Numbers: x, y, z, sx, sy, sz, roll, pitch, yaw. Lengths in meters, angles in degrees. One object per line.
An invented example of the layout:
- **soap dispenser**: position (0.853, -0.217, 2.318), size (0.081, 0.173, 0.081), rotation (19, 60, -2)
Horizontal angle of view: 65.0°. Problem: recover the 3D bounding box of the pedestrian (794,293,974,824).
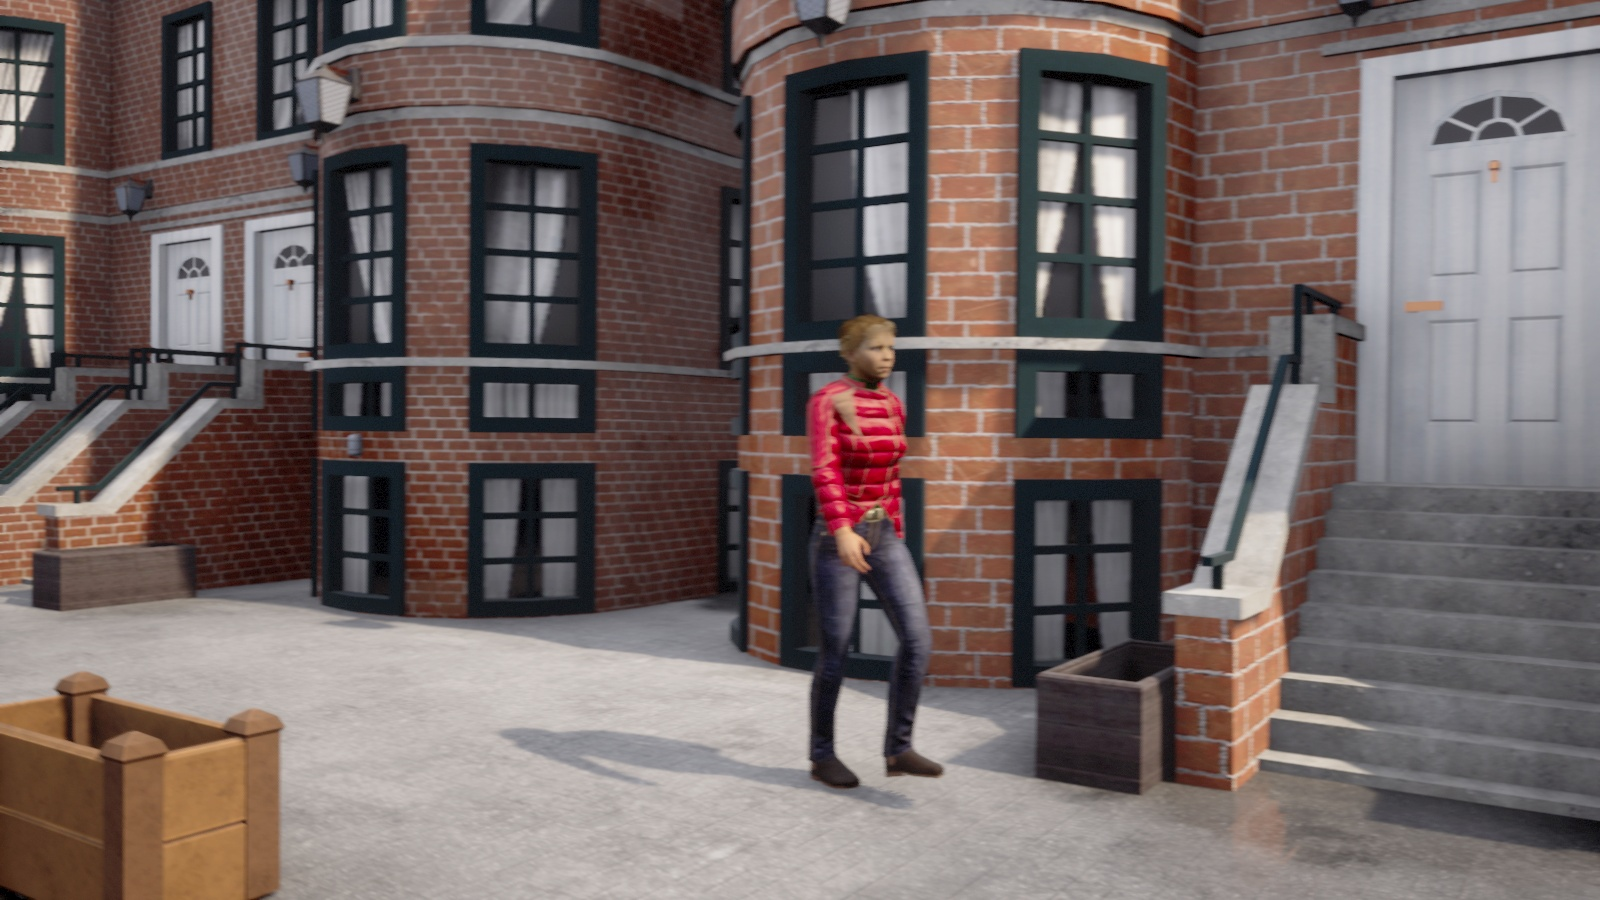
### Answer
- **pedestrian**: position (0.305, 0.374, 4.716), size (0.331, 1.846, 0.636), rotation (-1, 1, -35)
